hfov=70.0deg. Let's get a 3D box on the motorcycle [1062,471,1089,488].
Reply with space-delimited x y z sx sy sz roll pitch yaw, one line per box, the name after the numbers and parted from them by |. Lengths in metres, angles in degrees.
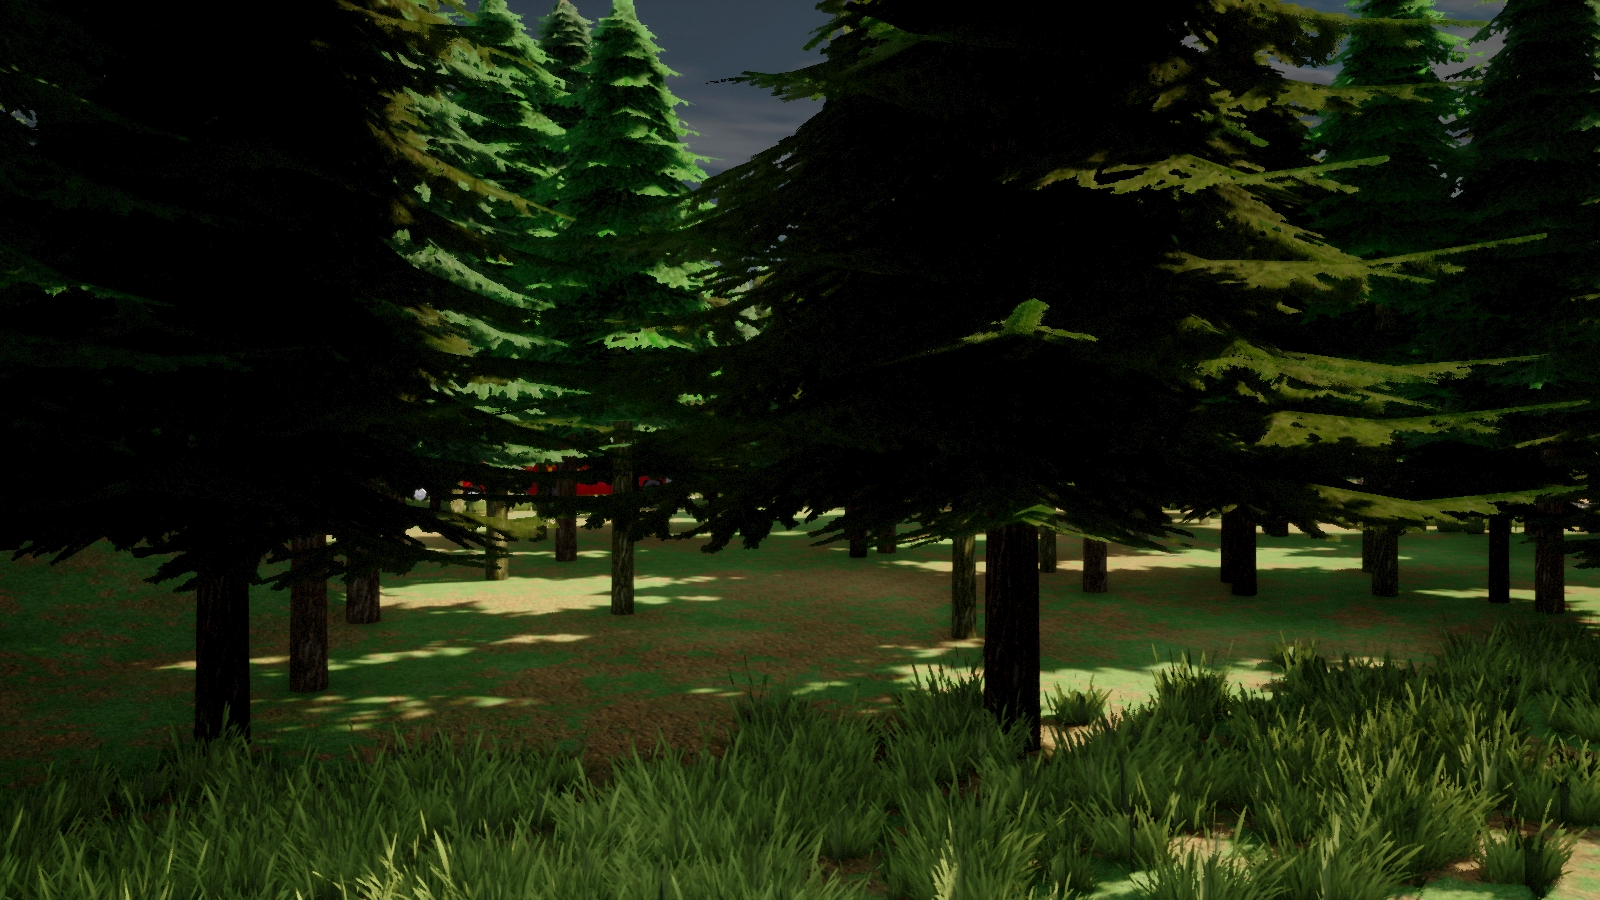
20.899 2.208 86.795 0.867 1.251 2.209 0 0 -21 | motorcycle
